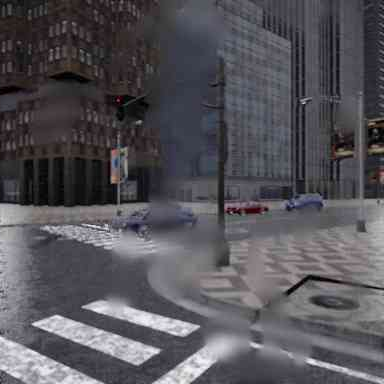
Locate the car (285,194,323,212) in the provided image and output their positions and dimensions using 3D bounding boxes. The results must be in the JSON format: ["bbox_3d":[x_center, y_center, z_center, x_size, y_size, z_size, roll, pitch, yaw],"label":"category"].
[{"bbox_3d":[13.383,1.250,39.420,5.566,2.045,2.150,0,0,-39],"label":"car"}]

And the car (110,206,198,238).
[{"bbox_3d":[-1.927,1.637,18.164,4.718,1.301,1.895,0,0,-39],"label":"car"}]

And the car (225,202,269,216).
[{"bbox_3d":[5.418,1.637,32.896,4.718,1.301,1.895,0,0,-39],"label":"car"}]

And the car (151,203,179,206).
[{"bbox_3d":[-2.372,1.595,26.521,5.357,1.411,2.033,0,0,-39],"label":"car"}]
